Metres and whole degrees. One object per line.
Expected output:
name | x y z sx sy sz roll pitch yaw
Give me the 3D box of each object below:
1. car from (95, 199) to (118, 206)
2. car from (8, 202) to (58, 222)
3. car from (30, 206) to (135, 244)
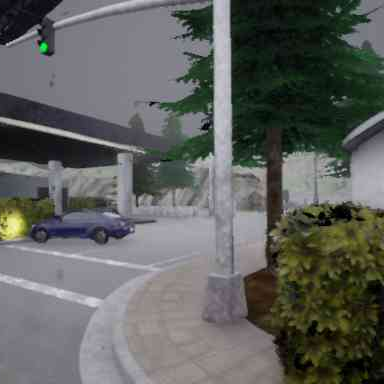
car | -8.282 1.646 33.629 3.866 1.878 1.905 -1 -1 35
car | -15.086 1.868 31.498 4.611 1.667 2.242 -1 -1 35
car | -4.905 1.494 14.984 4.674 1.442 1.812 -1 -1 11
